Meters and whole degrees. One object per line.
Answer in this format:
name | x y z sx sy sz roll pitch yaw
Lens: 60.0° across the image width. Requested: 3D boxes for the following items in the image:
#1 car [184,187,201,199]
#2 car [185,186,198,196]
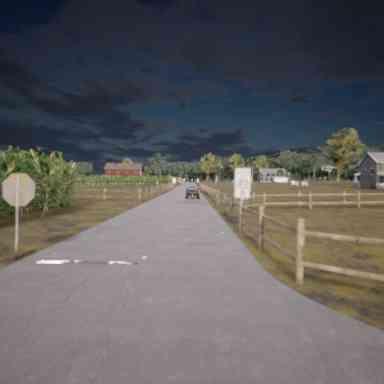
car | 0.061 0.104 44.254 1.837 1.490 4.892 1 2 0
car | -0.046 -0.199 54.973 1.994 1.385 4.181 1 2 0
